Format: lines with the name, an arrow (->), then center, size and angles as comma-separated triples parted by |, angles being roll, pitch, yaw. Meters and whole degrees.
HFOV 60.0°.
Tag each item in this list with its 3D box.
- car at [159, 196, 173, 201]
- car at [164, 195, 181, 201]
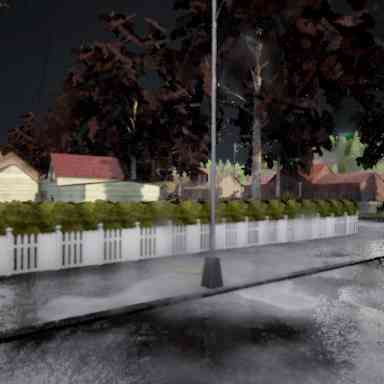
car -> -5.500, 1.756, 51.310 | 2.128, 1.511, 4.902 | 1, 0, -35
car -> -3.942, 1.529, 56.210 | 2.150, 2.045, 5.566 | 1, 0, -35
